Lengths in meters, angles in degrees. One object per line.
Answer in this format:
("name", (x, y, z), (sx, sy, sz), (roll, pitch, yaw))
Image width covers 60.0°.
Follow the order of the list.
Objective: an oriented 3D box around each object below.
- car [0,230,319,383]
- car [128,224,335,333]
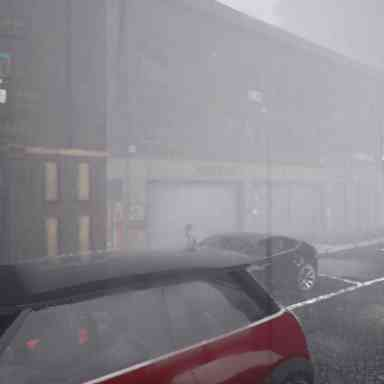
("car", (-1.136, 1.351, 2.556), (4.553, 1.767, 2.097), (0, 0, -35))
("car", (1.010, 1.567, 7.292), (4.313, 1.339, 1.947), (0, 0, -36))
